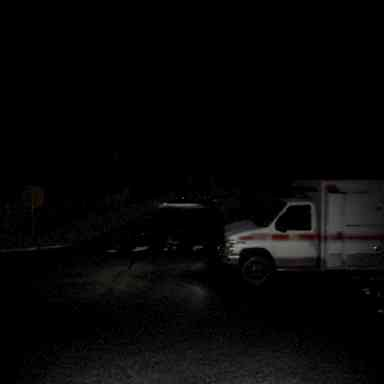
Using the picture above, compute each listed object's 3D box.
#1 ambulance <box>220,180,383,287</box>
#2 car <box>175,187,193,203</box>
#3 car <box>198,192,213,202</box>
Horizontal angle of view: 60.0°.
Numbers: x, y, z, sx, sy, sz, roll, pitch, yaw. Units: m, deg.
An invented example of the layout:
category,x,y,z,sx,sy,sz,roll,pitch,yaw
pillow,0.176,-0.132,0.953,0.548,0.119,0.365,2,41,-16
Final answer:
category,x,y,z,sx,sy,sz,roll,pitch,yaw
ambulance,3.916,0.915,8.457,6.366,2.431,2.351,-1,2,2
car,-1.013,0.349,45.239,2.150,2.045,5.566,0,2,2
car,1.835,0.676,45.647,1.994,1.385,4.181,0,2,5
